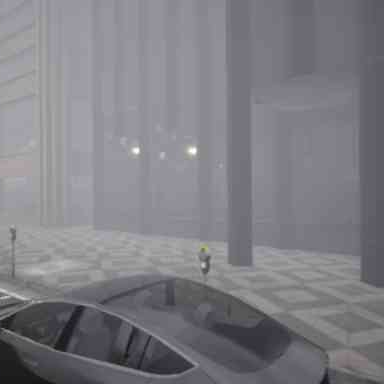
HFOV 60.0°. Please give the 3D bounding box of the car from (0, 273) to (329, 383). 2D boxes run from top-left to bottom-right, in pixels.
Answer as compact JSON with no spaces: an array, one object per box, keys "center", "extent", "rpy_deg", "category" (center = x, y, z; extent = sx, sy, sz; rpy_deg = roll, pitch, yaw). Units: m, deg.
[{"center":[-0.835,1.562,3.453],"extent":[4.313,1.339,1.947],"rpy_deg":[0,-1,36],"category":"car"}]
